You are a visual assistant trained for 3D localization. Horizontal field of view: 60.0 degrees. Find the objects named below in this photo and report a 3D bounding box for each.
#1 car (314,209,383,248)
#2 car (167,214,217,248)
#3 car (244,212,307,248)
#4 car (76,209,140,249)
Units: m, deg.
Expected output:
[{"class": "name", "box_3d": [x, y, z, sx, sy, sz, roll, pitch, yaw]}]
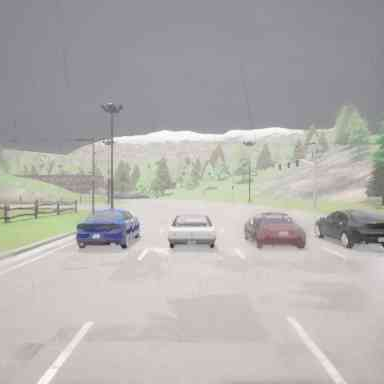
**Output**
[{"class": "car", "box_3d": [7.000, 1.514, 14.650, 1.837, 1.490, 4.892, 0, 0, 0]}, {"class": "car", "box_3d": [0.000, 1.613, 14.680, 1.895, 1.301, 4.718, 0, 0, 0]}, {"class": "car", "box_3d": [3.500, 1.570, 14.650, 1.994, 1.385, 4.181, 0, 0, 0]}, {"class": "car", "box_3d": [-3.500, 1.482, 14.650, 1.882, 1.535, 5.008, 0, 0, 0]}]
